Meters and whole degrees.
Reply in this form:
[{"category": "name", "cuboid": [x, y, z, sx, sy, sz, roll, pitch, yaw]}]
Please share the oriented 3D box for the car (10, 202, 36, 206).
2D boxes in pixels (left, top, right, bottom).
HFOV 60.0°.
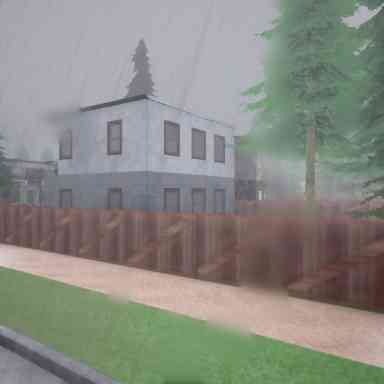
[{"category": "car", "cuboid": [-15.363, 1.582, 29.328, 1.895, 1.301, 4.718, 0, 0, 28]}]
